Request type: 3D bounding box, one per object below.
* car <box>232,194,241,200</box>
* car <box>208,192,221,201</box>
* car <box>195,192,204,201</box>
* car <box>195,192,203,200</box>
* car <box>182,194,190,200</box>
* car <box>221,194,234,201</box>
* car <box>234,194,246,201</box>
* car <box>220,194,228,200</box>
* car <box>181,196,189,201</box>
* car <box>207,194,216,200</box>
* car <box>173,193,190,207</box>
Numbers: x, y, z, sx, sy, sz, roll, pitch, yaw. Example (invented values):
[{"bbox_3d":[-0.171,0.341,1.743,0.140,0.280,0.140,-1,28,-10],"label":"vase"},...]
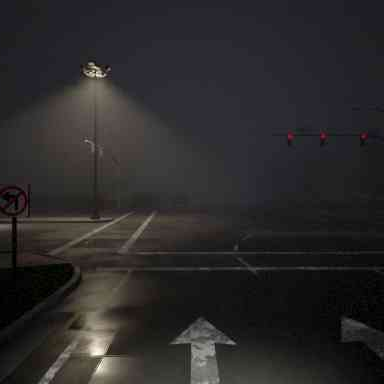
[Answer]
[{"bbox_3d":[12.425,1.332,92.914,1.837,1.490,4.892,0,0,0],"label":"car"},{"bbox_3d":[5.377,1.349,83.750,2.097,1.767,4.553,0,0,0],"label":"car"},{"bbox_3d":[1.875,1.471,83.382,1.882,1.535,5.008,0,0,0],"label":"car"},{"bbox_3d":[1.925,1.057,92.998,2.150,2.045,5.566,0,0,0],"label":"car"},{"bbox_3d":[-1.575,1.357,92.986,2.128,1.511,4.902,0,0,0],"label":"car"},{"bbox_3d":[8.881,1.350,84.532,2.097,1.767,4.553,0,0,0],"label":"car"},{"bbox_3d":[12.377,1.472,83.744,1.882,1.535,5.008,0,0,0],"label":"car"},{"bbox_3d":[8.925,1.385,92.932,1.994,1.385,4.181,0,0,0],"label":"car"},{"bbox_3d":[-1.622,1.589,83.847,1.895,1.301,4.718,0,0,0],"label":"car"},{"bbox_3d":[5.425,1.357,92.950,2.128,1.511,4.902,0,0,0],"label":"car"},{"bbox_3d":[-1.788,1.221,51.984,2.150,2.045,5.566,0,0,0],"label":"car"}]
